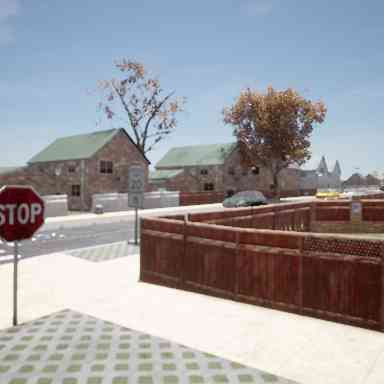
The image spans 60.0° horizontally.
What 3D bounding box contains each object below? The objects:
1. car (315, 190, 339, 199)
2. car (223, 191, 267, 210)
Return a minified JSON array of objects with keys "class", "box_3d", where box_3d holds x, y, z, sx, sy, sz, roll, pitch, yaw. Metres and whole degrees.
[{"class":"car","box_3d":[18.064,0.430,44.318,1.882,1.535,5.008,1,2,41]},{"class":"car","box_3d":[4.598,0.734,28.657,2.097,1.767,4.553,1,2,40]}]
